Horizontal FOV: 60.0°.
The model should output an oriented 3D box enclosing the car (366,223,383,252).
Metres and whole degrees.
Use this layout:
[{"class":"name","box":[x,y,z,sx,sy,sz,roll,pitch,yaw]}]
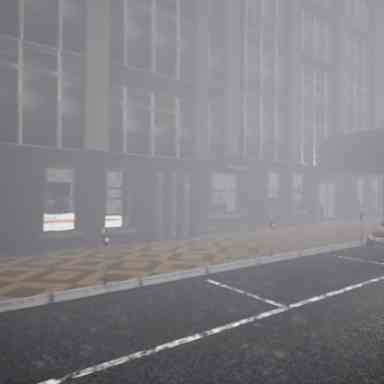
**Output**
[{"class":"car","box":[8.199,1.540,12.394,4.206,1.307,1.802,0,1,-35]}]
